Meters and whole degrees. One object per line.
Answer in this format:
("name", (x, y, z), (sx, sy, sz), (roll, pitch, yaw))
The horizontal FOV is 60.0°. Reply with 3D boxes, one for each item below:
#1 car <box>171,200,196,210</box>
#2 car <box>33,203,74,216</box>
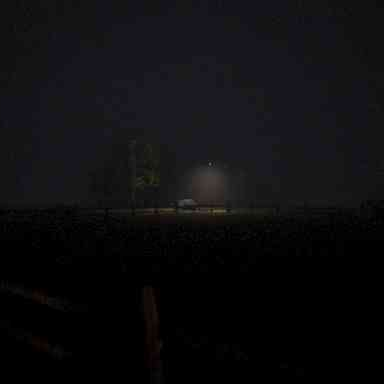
("car", (-1.333, 2.047, 53.554), (2.097, 1.767, 4.553), (0, -1, 38))
("car", (-14.915, 1.942, 36.161), (1.994, 1.385, 4.181), (0, -1, 38))
